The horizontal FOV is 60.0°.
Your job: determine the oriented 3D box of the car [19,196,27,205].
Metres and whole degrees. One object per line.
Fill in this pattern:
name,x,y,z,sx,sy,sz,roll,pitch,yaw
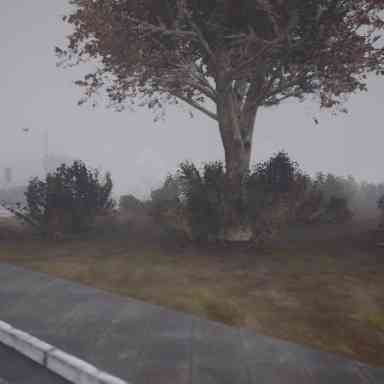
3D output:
car,-20.215,0.812,44.770,2.150,2.045,5.566,1,0,33

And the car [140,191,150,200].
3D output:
car,-7.487,0.796,64.068,2.150,2.045,5.566,1,0,33
